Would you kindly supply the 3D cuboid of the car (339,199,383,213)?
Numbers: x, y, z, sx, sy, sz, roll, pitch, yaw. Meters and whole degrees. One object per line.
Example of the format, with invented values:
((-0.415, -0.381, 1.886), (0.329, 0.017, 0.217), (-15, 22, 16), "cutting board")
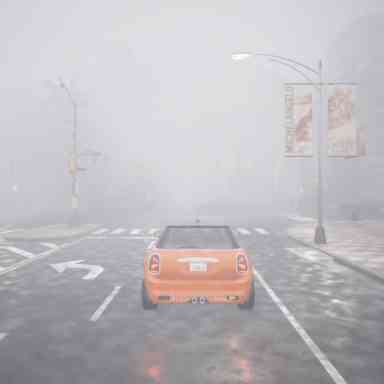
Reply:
((18.723, 1.477, 36.336), (5.008, 1.535, 1.882), (0, 0, 1), "car")

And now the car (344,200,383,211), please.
((21.018, 1.601, 39.812), (4.718, 1.301, 1.895), (0, 0, 1), "car")

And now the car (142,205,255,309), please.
((0.116, 1.352, 8.019), (2.097, 1.767, 4.553), (0, 0, 0), "car")

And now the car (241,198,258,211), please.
((5.455, 1.491, 39.986), (4.902, 1.511, 2.128), (0, 0, 1), "car")

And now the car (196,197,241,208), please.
((2.602, 1.352, 36.062), (4.553, 1.767, 2.097), (0, 0, -7), "car")
